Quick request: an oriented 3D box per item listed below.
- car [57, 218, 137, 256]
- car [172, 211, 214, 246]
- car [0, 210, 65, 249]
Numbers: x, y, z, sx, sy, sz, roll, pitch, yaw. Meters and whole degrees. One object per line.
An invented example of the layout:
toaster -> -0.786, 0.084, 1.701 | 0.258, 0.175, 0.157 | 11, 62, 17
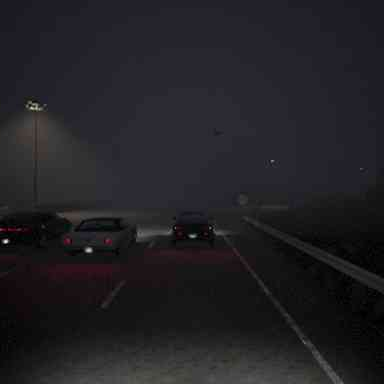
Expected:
car -> -3.465, 1.680, 13.420 | 1.895, 1.301, 4.718 | 0, 0, 0
car -> 0.044, 1.617, 15.778 | 1.812, 1.442, 4.674 | 0, 0, 0
car -> -6.959, 1.594, 14.930 | 1.837, 1.490, 4.892 | 0, 0, 0
